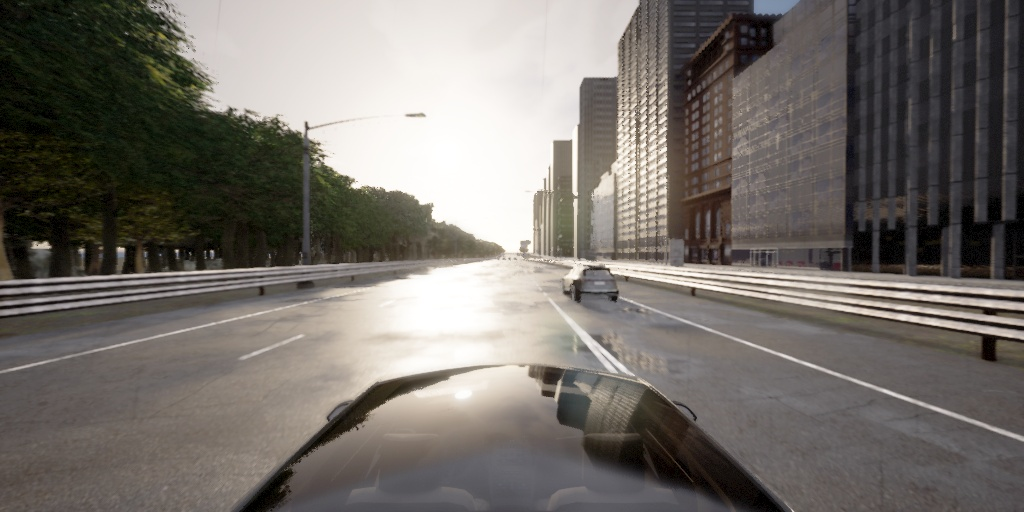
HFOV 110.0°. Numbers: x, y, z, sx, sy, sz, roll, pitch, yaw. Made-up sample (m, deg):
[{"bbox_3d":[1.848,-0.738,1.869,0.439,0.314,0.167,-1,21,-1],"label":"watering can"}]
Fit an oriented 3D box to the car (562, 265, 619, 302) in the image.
[{"bbox_3d":[3.590,1.200,17.034,2.033,1.649,4.856,0,0,-1],"label":"car"}]
